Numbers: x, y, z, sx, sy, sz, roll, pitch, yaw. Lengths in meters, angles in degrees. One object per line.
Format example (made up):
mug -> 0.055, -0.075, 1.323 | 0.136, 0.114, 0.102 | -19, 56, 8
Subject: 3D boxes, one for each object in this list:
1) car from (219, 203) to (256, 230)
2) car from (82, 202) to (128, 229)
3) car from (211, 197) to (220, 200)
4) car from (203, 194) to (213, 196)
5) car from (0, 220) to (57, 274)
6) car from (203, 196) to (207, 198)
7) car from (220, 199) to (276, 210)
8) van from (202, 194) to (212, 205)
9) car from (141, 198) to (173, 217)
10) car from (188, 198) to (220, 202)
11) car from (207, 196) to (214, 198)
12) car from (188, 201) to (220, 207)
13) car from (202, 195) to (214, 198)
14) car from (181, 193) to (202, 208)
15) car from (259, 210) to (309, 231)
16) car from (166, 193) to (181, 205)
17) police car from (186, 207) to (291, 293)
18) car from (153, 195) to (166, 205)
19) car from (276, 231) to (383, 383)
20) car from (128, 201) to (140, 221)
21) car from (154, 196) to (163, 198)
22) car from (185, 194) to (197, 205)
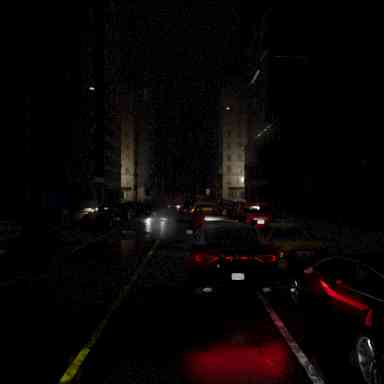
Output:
car -> 2.811, 1.524, 21.730 | 1.752, 1.417, 4.829 | 0, 0, 0
car -> -5.714, 1.543, 21.527 | 1.887, 1.381, 4.507 | 0, 0, 0
car -> 2.800, 1.438, 27.084 | 1.967, 1.590, 4.097 | 0, 0, 0
car -> 2.742, 1.310, 54.702 | 2.192, 1.841, 5.009 | 0, 0, 0
car -> -5.691, 1.581, 10.477 | 1.802, 1.307, 4.206 | 0, 0, 0
car -> 2.765, 1.547, 43.655 | 2.008, 1.369, 4.403 | 0, 0, 0
car -> 2.824, 1.314, 16.036 | 2.192, 1.841, 5.009 | 0, 0, 0
van -> 2.730, 1.336, 60.226 | 1.690, 1.788, 3.998 | 0, 0, 0
car -> -3.164, 1.545, 31.070 | 2.033, 1.411, 5.357 | 0, 0, 0
car -> 0.847, 1.476, 24.889 | 1.882, 1.535, 5.008 | 0, 0, 0
car -> 2.788, 1.437, 32.607 | 1.967, 1.590, 4.097 | 0, 0, 0
car -> 0.860, 1.477, 18.889 | 1.882, 1.535, 5.008 | 0, 0, 0
car -> 2.753, 1.562, 49.178 | 1.947, 1.339, 4.313 | 0, 0, 0
car -> -0.087, 1.348, 46.854 | 2.097, 1.767, 4.553 | 0, 0, 0
car -> 2.835, 1.525, 10.683 | 1.752, 1.417, 4.829 | 0, 0, 0
car -> -3.122, 1.215, 57.298 | 2.150, 2.045, 5.566 | 0, 0, 0
police car -> 0.880, 1.425, 8.999 | 1.930, 1.638, 5.238 | 0, 0, 0
car -> -5.796, 1.435, 60.202 | 1.967, 1.590, 4.097 | 0, 0, 0
car -> 2.847, 1.566, 4.990 | 1.947, 1.339, 4.313 | 0, 0, 0
car -> -5.726, 1.564, 27.052 | 1.947, 1.339, 4.313 | 0, 0, 0
car -> -5.773, 1.578, 49.152 | 1.802, 1.307, 4.206 | 0, 0, 0
car -> -0.129, 1.347, 60.259 | 2.097, 1.767, 4.553 | 0, 0, 0
